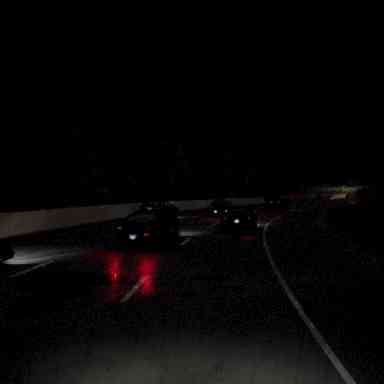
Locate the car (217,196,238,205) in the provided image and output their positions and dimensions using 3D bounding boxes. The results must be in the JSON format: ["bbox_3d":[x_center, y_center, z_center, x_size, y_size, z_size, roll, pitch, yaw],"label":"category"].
[{"bbox_3d":[6.682,1.490,61.693,1.882,1.535,5.008,0,0,31],"label":"car"}]

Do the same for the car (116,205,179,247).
[{"bbox_3d":[-1.853,1.516,14.883,1.812,1.442,4.674,0,0,10],"label":"car"}]

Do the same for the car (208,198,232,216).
[{"bbox_3d":[2.994,1.507,32.053,1.837,1.490,4.892,0,0,21],"label":"car"}]

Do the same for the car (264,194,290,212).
[{"bbox_3d":[10.066,1.245,39.315,2.150,2.045,5.566,0,0,27],"label":"car"}]

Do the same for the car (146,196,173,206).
[{"bbox_3d":[-5.328,1.473,55.249,1.837,1.490,4.892,0,0,31],"label":"car"}]

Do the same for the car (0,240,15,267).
[{"bbox_3d":[-6.437,1.524,7.541,2.033,1.411,5.357,0,0,5],"label":"car"}]

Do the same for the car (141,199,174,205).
[{"bbox_3d":[-2.611,1.337,26.501,2.097,1.767,4.553,0,0,16],"label":"car"}]

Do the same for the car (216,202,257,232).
[{"bbox_3d":[2.903,1.570,20.212,1.994,1.385,4.181,0,0,13],"label":"car"}]
